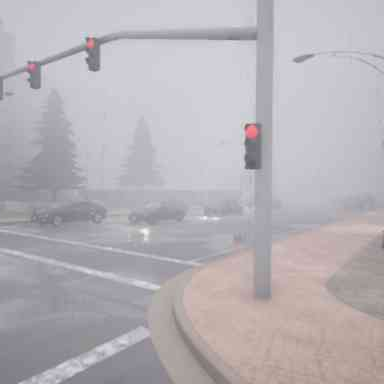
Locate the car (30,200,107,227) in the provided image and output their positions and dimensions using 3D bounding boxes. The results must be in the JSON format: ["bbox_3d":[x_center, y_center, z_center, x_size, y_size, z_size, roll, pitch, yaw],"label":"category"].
[{"bbox_3d":[-7.668,1.288,21.109,1.837,1.490,4.892,1,0,37],"label":"car"}]

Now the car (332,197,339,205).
[{"bbox_3d":[23.689,1.426,52.840,1.994,1.385,4.181,1,0,35],"label":"car"}]

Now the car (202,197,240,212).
[{"bbox_3d":[3.273,1.286,36.461,1.837,1.490,4.892,1,0,36],"label":"car"}]

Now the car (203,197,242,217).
[{"bbox_3d":[2.764,1.387,29.685,1.994,1.385,4.181,1,0,36],"label":"car"}]

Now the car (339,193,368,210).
[{"bbox_3d":[20.735,1.256,42.609,2.097,1.767,4.553,1,0,35],"label":"car"}]

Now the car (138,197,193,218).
[{"bbox_3d":[-2.187,1.274,28.763,2.128,1.511,4.902,1,0,35],"label":"car"}]

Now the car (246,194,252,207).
[{"bbox_3d":[9.101,1.344,44.642,1.994,1.385,4.181,1,0,36],"label":"car"}]

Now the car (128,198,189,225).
[{"bbox_3d":[-2.258,1.350,22.573,1.812,1.442,4.674,1,0,35],"label":"car"}]

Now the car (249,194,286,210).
[{"bbox_3d":[8.771,1.326,38.154,1.837,1.490,4.892,1,0,35],"label":"car"}]

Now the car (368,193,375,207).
[{"bbox_3d":[26.429,1.124,50.639,2.150,2.045,5.566,1,0,35],"label":"car"}]
